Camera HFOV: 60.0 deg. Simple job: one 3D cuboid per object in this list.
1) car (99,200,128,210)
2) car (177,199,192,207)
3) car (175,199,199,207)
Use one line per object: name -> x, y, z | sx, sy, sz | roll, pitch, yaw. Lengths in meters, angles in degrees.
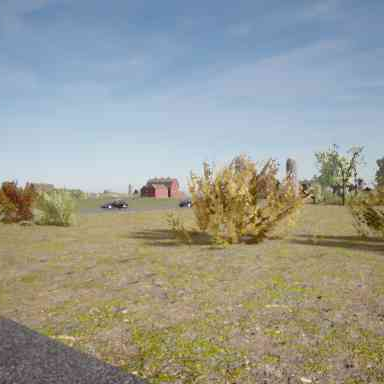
car -> -11.955, 1.942, 51.007 | 1.837, 1.490, 4.892 | -1, -1, 36
car -> -0.358, 2.043, 60.834 | 1.837, 1.490, 4.892 | -1, -1, 36
car -> -0.924, 2.163, 66.092 | 2.128, 1.511, 4.902 | -1, -1, 36
